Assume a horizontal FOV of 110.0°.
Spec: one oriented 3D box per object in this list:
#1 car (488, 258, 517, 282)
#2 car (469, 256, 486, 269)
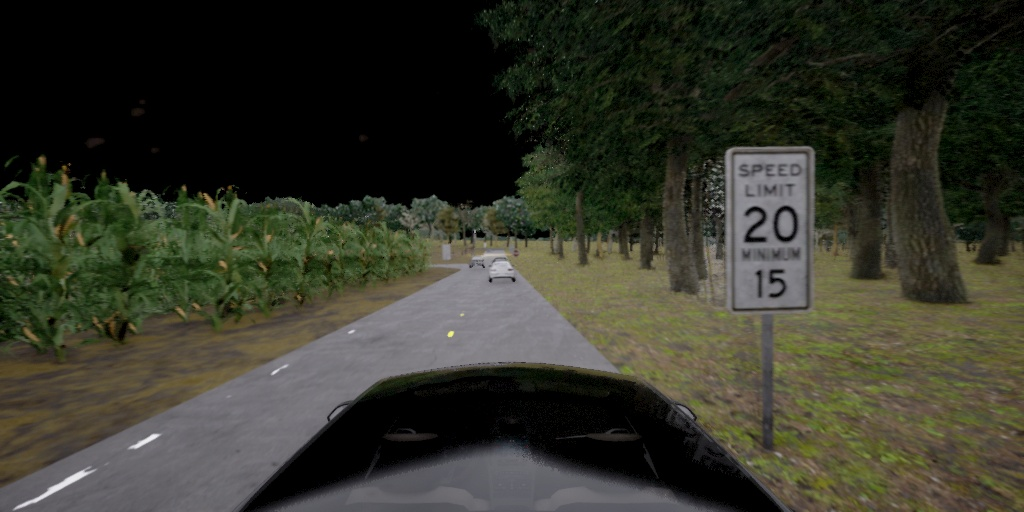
[{"bbox_3d":[-0.764,1.081,26.857,1.812,1.442,4.674,-1,1,-2],"label":"car"},{"bbox_3d":[-4.278,0.743,44.330,1.812,1.442,4.674,-1,1,-2],"label":"car"}]
